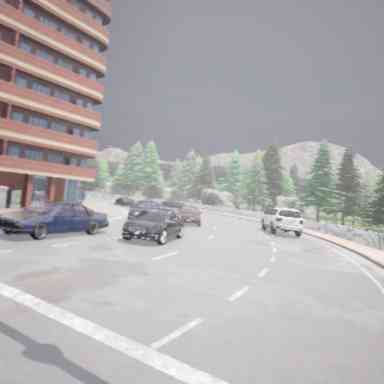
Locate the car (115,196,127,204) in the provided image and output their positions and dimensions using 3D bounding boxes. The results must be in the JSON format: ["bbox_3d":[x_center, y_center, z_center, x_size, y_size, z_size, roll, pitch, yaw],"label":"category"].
[{"bbox_3d":[-9.116,1.303,46.064,1.994,1.385,4.181,6,-1,-32],"label":"car"}]

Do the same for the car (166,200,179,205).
[{"bbox_3d":[-3.480,2.004,56.409,2.033,1.411,5.357,7,-1,-43],"label":"car"}]

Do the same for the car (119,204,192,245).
[{"bbox_3d":[-1.693,1.541,16.089,1.837,1.490,4.892,6,-1,14],"label":"car"}]

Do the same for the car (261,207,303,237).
[{"bbox_3d":[7.105,2.295,26.582,2.150,2.045,5.566,6,-1,0],"label":"car"}]

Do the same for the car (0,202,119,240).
[{"bbox_3d":[-5.828,1.146,14.491,2.033,1.411,5.357,5,-1,24],"label":"car"}]

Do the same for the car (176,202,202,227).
[{"bbox_3d":[-0.207,1.867,26.607,1.812,1.442,4.674,6,-1,0],"label":"car"}]

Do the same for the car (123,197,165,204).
[{"bbox_3d":[-3.664,1.473,25.792,2.128,1.511,4.902,6,-1,0],"label":"car"}]
